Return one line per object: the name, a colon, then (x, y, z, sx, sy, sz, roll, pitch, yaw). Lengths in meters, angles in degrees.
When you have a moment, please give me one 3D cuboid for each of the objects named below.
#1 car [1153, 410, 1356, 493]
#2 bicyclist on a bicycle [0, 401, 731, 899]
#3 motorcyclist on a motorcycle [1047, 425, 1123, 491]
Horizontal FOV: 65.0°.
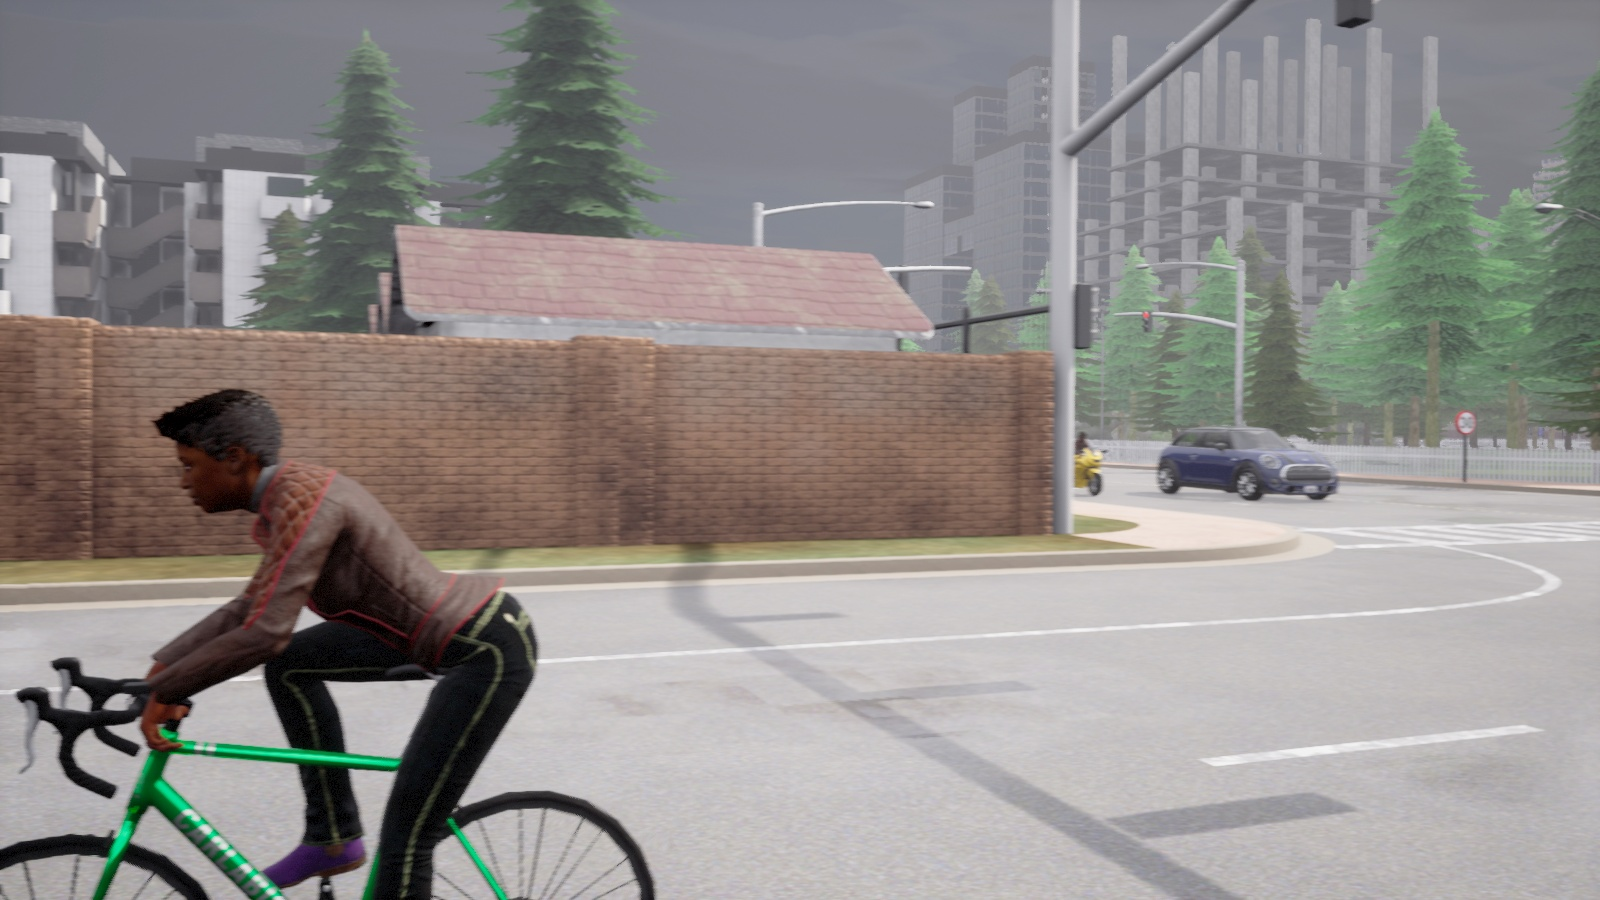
car: (10.566, 0.001, 29.607, 2.097, 1.767, 4.553, -1, 1, -19)
bicyclist on a bicycle: (-1.040, 0.714, 2.844, 1.656, 1.620, 0.582, -1, 1, -21)
motorcyclist on a motorcycle: (6.769, 0.171, 29.896, 0.797, 1.523, 2.044, -1, 1, -19)
